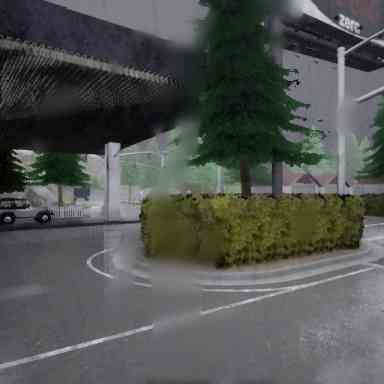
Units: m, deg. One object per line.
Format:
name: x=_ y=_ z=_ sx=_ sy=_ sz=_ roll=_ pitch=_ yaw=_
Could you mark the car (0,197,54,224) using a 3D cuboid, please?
car: x=-11.964 y=1.313 z=23.481 sx=3.866 sy=1.878 sz=1.905 roll=0 pitch=0 yaw=-36
